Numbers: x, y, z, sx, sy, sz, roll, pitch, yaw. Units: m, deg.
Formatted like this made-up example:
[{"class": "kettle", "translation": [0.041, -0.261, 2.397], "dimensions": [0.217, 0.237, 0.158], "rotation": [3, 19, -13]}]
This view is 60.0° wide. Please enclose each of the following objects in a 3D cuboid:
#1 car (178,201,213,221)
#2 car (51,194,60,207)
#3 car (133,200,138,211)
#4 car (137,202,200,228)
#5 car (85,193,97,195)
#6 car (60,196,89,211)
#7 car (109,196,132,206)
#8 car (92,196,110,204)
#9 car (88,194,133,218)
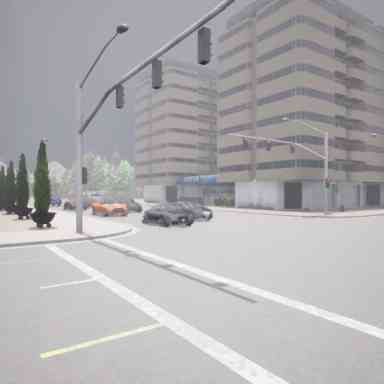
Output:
[{"class": "car", "translation": [-0.303, 1.491, 26.581], "dimensions": [2.128, 1.511, 4.902], "rotation": [0, 0, -36]}, {"class": "car", "translation": [-21.973, 1.223, 51.572], "dimensions": [2.150, 2.045, 5.566], "rotation": [0, 0, -35]}, {"class": "car", "translation": [-7.121, 1.505, 36.252], "dimensions": [1.837, 1.490, 4.892], "rotation": [0, 0, -35]}, {"class": "car", "translation": [-1.667, 1.564, 22.268], "dimensions": [1.994, 1.385, 4.181], "rotation": [0, 0, -35]}, {"class": "car", "translation": [-17.660, 1.221, 57.903], "dimensions": [2.150, 2.045, 5.566], "rotation": [0, 0, -34]}, {"class": "car", "translation": [-14.187, 1.526, 40.305], "dimensions": [1.812, 1.442, 4.674], "rotation": [0, 0, -35]}, {"class": "car", "translation": [-12.167, 1.491, 56.138], "dimensions": [2.128, 1.511, 4.902], "rotation": [0, 0, -35]}, {"class": "car", "translation": [-17.475, 1.505, 63.776], "dimensions": [1.837, 1.490, 4.892], "rotation": [0, 0, -33]}, {"class": "car", "translation": [-7.655, 1.352, 30.888], "dimensions": [2.097, 1.767, 4.553], "rotation": [0, 0, -35]}]
